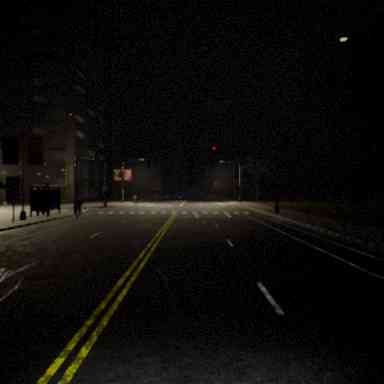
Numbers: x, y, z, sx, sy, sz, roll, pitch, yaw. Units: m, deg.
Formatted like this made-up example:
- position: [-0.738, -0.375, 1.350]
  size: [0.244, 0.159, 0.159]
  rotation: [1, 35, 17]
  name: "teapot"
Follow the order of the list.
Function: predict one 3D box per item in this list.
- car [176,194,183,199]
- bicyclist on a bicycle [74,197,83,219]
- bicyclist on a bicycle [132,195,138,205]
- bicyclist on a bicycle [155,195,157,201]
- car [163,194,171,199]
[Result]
- position: [-3.265, 1.184, 87.944]
  size: [2.128, 1.511, 4.902]
  rotation: [0, 0, 0]
  name: "car"
- position: [-8.754, 1.255, 25.561]
  size: [0.659, 1.776, 1.843]
  rotation: [0, 0, 0]
  name: "bicyclist on a bicycle"
- position: [-8.766, 1.261, 51.267]
  size: [0.866, 1.612, 1.509]
  rotation: [0, 0, 0]
  name: "bicyclist on a bicycle"
- position: [-8.764, 1.456, 81.248]
  size: [0.582, 1.620, 1.656]
  rotation: [0, 0, 0]
  name: "bicyclist on a bicycle"
- position: [-6.515, 1.183, 87.943]
  size: [1.812, 1.442, 4.674]
  rotation: [0, 0, 0]
  name: "car"
